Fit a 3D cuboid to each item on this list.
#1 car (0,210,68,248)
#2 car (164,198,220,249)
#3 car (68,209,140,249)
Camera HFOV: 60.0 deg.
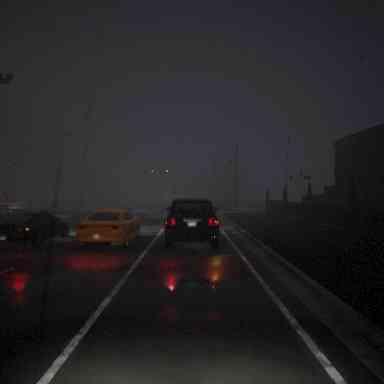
[{"bbox_3d":[-7.000,1.530,14.650,1.812,1.442,4.674,0,0,0],"label":"car"},{"bbox_3d":[0.000,1.255,14.680,2.150,2.045,5.566,0,0,0],"label":"car"},{"bbox_3d":[-3.500,1.482,14.650,1.882,1.535,5.008,0,0,0],"label":"car"}]
